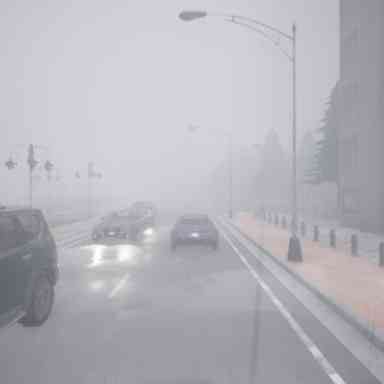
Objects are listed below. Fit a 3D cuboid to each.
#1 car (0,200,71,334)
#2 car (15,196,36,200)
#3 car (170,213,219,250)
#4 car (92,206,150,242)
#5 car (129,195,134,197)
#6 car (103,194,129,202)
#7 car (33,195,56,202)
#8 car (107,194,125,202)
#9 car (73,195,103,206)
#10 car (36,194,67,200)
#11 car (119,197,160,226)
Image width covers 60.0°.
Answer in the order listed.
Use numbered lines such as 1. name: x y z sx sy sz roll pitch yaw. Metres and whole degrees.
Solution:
1. car: -3.600 1.236 4.168 2.150 2.045 5.566 0 0 0
2. car: -35.761 1.587 70.620 3.633 1.501 1.845 0 0 0
3. car: 0.105 1.619 14.717 1.994 1.385 4.181 0 0 0
4. car: -3.498 1.625 16.509 1.994 1.385 4.181 0 0 0
5. car: -17.614 1.497 89.923 5.027 1.636 2.152 0 0 0
6. car: -17.209 1.383 74.223 4.605 1.855 1.932 0 0 0
7. car: -35.714 1.602 80.613 4.514 1.523 2.007 0 0 0
8. car: -17.620 1.373 77.129 3.866 1.878 1.905 0 0 0
9. car: -17.355 1.591 55.638 3.633 1.501 1.845 0 0 0
10. car: -24.775 1.610 58.622 3.806 1.475 1.970 0 0 0
11. car: -3.532 1.440 23.879 2.097 1.767 4.553 0 0 1
